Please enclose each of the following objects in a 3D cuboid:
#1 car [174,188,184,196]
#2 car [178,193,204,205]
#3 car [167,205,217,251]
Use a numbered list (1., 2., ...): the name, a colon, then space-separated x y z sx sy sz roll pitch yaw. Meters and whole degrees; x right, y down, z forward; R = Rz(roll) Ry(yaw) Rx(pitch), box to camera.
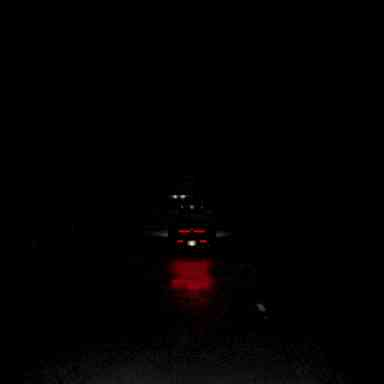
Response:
1. car: -2.766 -0.096 71.039 1.882 1.535 5.008 0 3 0
2. car: -0.005 1.222 29.015 2.097 1.767 4.553 0 1 0
3. car: 0.000 1.553 14.272 1.837 1.490 4.892 0 1 0
